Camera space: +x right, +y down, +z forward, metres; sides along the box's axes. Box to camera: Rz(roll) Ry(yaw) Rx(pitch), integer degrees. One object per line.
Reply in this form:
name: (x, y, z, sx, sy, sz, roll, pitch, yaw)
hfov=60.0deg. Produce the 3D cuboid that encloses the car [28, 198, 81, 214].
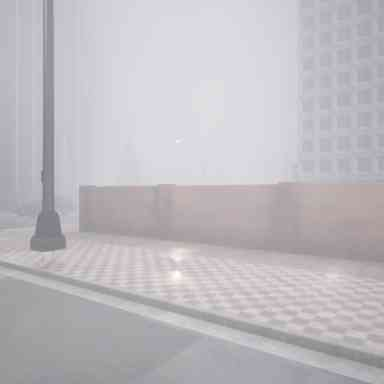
car: (-14.696, 1.478, 35.842, 1.882, 1.535, 5.008, 0, 0, 35)

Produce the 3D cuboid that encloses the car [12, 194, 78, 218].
car: (-13.736, 1.221, 31.121, 2.150, 2.045, 5.566, 0, 0, 35)
